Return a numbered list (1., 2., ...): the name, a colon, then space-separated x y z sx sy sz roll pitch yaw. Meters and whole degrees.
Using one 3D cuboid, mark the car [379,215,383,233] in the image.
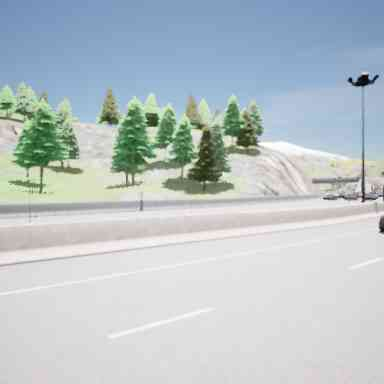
1. car: 11.680 1.438 17.765 4.181 1.385 1.994 -1 0 -41
